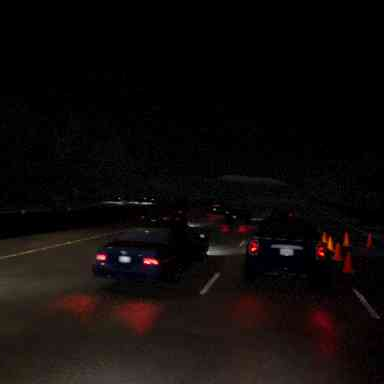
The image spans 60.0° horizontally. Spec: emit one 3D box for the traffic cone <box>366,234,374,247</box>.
[{"bbox_3d":[8.321,2.264,15.566,0.340,0.580,0.340,2,0,15],"label":"traffic cone"}]

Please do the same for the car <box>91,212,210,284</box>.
[{"bbox_3d":[-0.858,1.580,9.850,2.033,1.411,5.357,2,0,15],"label":"car"}]

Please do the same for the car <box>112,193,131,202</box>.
[{"bbox_3d":[-12.774,1.052,60.802,1.837,1.490,4.892,2,1,16],"label":"car"}]

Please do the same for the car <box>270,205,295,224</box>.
[{"bbox_3d":[7.914,1.883,29.210,1.895,1.301,4.718,2,0,15],"label":"car"}]

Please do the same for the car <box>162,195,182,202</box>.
[{"bbox_3d":[-2.965,1.353,56.936,1.812,1.442,4.674,2,1,15],"label":"car"}]

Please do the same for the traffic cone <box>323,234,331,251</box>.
[{"bbox_3d":[5.876,2.192,14.147,0.340,0.580,0.340,2,0,15],"label":"traffic cone"}]

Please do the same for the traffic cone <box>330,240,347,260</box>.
[{"bbox_3d":[5.362,2.172,12.214,0.340,0.580,0.340,2,0,15],"label":"traffic cone"}]

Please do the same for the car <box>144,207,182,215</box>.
[{"bbox_3d":[-1.663,1.599,20.425,1.994,1.385,4.181,2,0,15],"label":"car"}]

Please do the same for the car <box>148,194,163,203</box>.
[{"bbox_3d":[-5.753,1.238,60.014,1.837,1.490,4.892,2,0,15],"label":"car"}]

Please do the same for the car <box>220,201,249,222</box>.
[{"bbox_3d":[3.839,1.704,27.496,1.812,1.442,4.674,2,0,15],"label":"car"}]

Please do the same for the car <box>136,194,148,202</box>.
[{"bbox_3d":[-8.756,1.144,62.255,1.837,1.490,4.892,2,1,15],"label":"car"}]

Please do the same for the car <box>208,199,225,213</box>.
[{"bbox_3d":[3.092,1.620,38.292,1.837,1.490,4.892,2,1,15],"label":"car"}]

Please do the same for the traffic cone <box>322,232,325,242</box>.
[{"bbox_3d":[6.390,2.211,16.080,0.340,0.580,0.340,2,0,15],"label":"traffic cone"}]

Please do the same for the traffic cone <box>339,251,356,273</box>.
[{"bbox_3d":[4.848,2.152,10.281,0.340,0.580,0.340,2,0,15],"label":"traffic cone"}]

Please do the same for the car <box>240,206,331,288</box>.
[{"bbox_3d":[2.831,1.490,10.074,2.097,1.767,4.553,2,0,15],"label":"car"}]

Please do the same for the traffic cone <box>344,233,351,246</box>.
[{"bbox_3d":[7.356,2.238,15.824,0.340,0.580,0.340,2,0,15],"label":"traffic cone"}]
